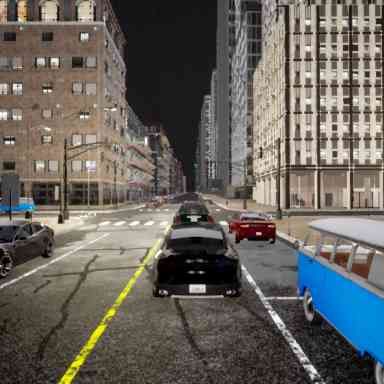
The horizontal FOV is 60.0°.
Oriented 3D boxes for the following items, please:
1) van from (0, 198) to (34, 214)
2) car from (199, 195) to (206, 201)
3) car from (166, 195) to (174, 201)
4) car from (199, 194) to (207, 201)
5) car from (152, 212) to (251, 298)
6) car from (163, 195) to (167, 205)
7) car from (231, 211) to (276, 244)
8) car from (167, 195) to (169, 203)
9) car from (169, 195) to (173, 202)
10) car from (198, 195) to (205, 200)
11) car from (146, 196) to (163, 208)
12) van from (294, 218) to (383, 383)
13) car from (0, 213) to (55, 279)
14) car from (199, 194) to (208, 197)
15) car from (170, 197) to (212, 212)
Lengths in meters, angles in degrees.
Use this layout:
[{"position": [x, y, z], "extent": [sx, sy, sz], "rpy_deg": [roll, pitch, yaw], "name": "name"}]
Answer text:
[{"position": [-19.726, 1.525, 36.984], "extent": [3.998, 1.788, 1.690], "rpy_deg": [0, 0, 1], "name": "van"}, {"position": [2.727, 1.475, 87.837], "extent": [1.752, 1.417, 4.829], "rpy_deg": [1, 0, 0], "name": "car"}, {"position": [-5.654, 1.475, 87.501], "extent": [1.752, 1.417, 4.829], "rpy_deg": [1, 0, 0], "name": "car"}, {"position": [2.726, 1.396, 82.016], "extent": [1.967, 1.590, 4.097], "rpy_deg": [1, 0, 0], "name": "car"}, {"position": [0.103, 1.507, 8.491], "extent": [1.837, 1.490, 4.892], "rpy_deg": [0, 0, 0], "name": "car"}, {"position": [-5.663, 1.426, 53.762], "extent": [1.967, 1.590, 4.097], "rpy_deg": [1, 0, 0], "name": "car"}, {"position": [2.703, 1.545, 15.663], "extent": [1.887, 1.381, 4.507], "rpy_deg": [1, 0, 0], "name": "car"}, {"position": [-5.663, 1.562, 59.413], "extent": [1.802, 1.307, 4.206], "rpy_deg": [1, 0, 0], "name": "car"}, {"position": [-5.659, 1.519, 70.716], "extent": [2.008, 1.369, 4.403], "rpy_deg": [1, 0, 0], "name": "car"}, {"position": [2.727, 1.524, 93.318], "extent": [1.802, 1.307, 4.206], "rpy_deg": [1, 0, 0], "name": "car"}, {"position": [-5.667, 1.573, 48.110], "extent": [1.802, 1.307, 4.206], "rpy_deg": [1, 0, 0], "name": "car"}, {"position": [2.702, 1.342, 4.509], "extent": [1.690, 1.788, 3.998], "rpy_deg": [1, 0, 0], "name": "van"}, {"position": [-5.680, 1.567, 10.095], "extent": [1.947, 1.339, 4.313], "rpy_deg": [1, 0, 0], "name": "car"}, {"position": [2.717, 1.531, 59.409], "extent": [2.008, 1.369, 4.403], "rpy_deg": [1, 0, 0], "name": "car"}, {"position": [0.048, 1.351, 18.312], "extent": [2.097, 1.767, 4.553], "rpy_deg": [0, 0, -1], "name": "car"}]
